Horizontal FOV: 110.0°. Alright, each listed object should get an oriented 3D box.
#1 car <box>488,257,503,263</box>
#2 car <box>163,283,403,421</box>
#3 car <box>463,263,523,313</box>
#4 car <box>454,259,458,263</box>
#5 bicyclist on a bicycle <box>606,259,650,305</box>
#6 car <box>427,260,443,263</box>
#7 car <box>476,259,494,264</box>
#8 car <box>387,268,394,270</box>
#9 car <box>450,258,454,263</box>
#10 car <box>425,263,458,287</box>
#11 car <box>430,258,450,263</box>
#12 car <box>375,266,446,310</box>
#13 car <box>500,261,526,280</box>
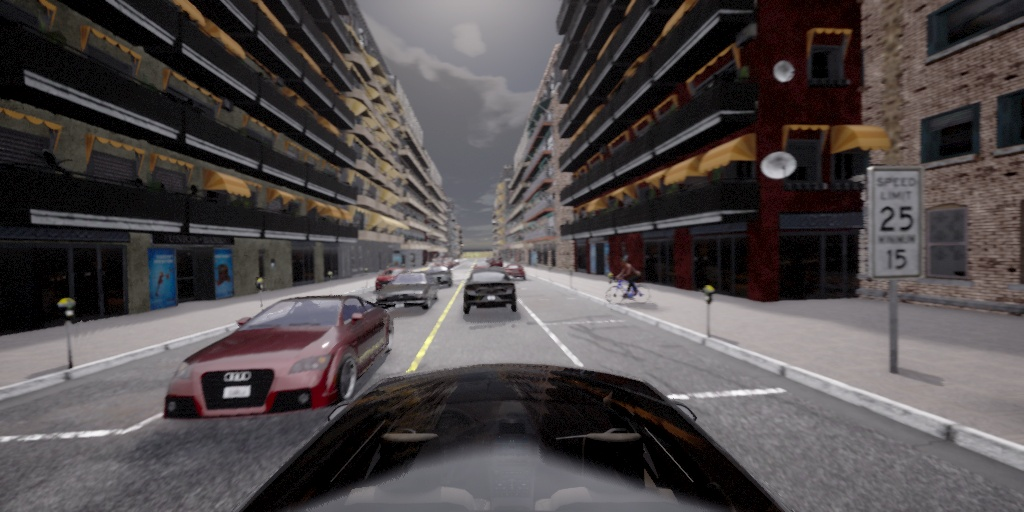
[{"bbox_3d":[-2.415,1.048,58.142,2.192,1.841,5.009,0,0,-5],"label":"car"},{"bbox_3d":[-3.386,1.391,6.131,1.994,1.385,4.181,-1,0,-6],"label":"car"},{"bbox_3d":[-0.912,1.237,14.303,1.882,1.535,5.008,-1,0,-5],"label":"car"},{"bbox_3d":[-11.243,1.249,62.951,2.192,1.841,5.009,0,0,-5],"label":"car"},{"bbox_3d":[4.123,0.940,12.766,1.656,1.620,0.582,-1,0,-5],"label":"bicyclist on a bicycle"},{"bbox_3d":[-9.133,1.446,40.221,1.751,1.417,4.829,0,0,-5],"label":"car"},{"bbox_3d":[-3.340,1.383,40.296,1.895,1.301,4.718,-1,0,-5],"label":"car"},{"bbox_3d":[-7.577,1.451,23.470,1.888,1.381,4.507,0,0,-5],"label":"car"},{"bbox_3d":[-10.720,1.477,57.312,1.888,1.381,4.507,0,0,-5],"label":"car"},{"bbox_3d":[-5.156,1.410,25.252,1.994,1.385,4.181,-1,0,-6],"label":"car"},{"bbox_3d":[-9.672,1.239,46.031,2.192,1.841,5.009,0,0,-5],"label":"car"},{"bbox_3d":[-4.247,1.385,15.456,2.033,1.411,5.357,-1,0,-5],"label":"car"},{"bbox_3d":[0.203,1.294,29.942,1.802,1.307,4.207,0,0,-5],"label":"car"}]
